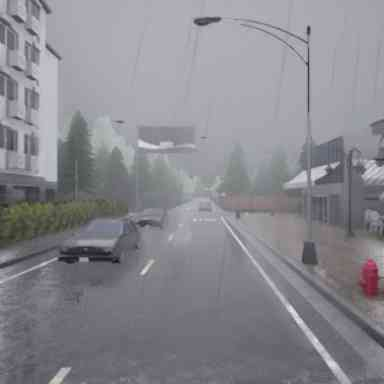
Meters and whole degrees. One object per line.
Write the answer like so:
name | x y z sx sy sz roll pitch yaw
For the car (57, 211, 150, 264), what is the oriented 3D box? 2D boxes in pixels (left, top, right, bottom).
car | -3.165 1.694 12.700 2.033 1.411 5.357 0 -1 2

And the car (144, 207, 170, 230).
car | -2.712 1.825 23.891 2.033 1.411 5.357 0 -1 2

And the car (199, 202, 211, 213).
car | 1.889 2.187 48.529 2.033 1.411 5.357 0 1 2
